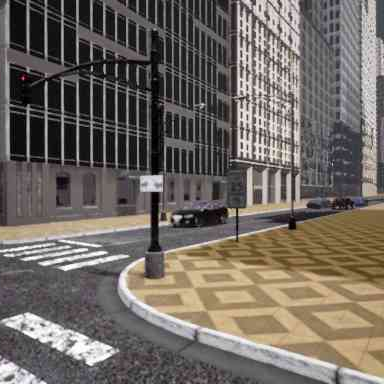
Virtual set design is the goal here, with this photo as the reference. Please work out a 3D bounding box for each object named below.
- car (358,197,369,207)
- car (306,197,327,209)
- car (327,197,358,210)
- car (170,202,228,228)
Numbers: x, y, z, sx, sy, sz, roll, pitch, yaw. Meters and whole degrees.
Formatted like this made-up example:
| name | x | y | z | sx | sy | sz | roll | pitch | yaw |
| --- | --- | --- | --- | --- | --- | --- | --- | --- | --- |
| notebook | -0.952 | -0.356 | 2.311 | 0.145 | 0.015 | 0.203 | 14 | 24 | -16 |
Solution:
| name | x | y | z | sx | sy | sz | roll | pitch | yaw |
| --- | --- | --- | --- | --- | --- | --- | --- | --- | --- |
| car | 24.597 | 1.362 | 48.773 | 2.033 | 1.411 | 5.357 | 0 | 0 | 37 |
| car | 16.375 | 1.402 | 42.870 | 2.033 | 1.411 | 5.357 | 0 | 0 | 37 |
| car | 18.385 | 1.352 | 40.404 | 1.837 | 1.490 | 4.892 | 0 | 0 | 37 |
| car | 0.553 | 1.427 | 21.835 | 2.128 | 1.511 | 4.902 | 0 | 0 | 37 |
